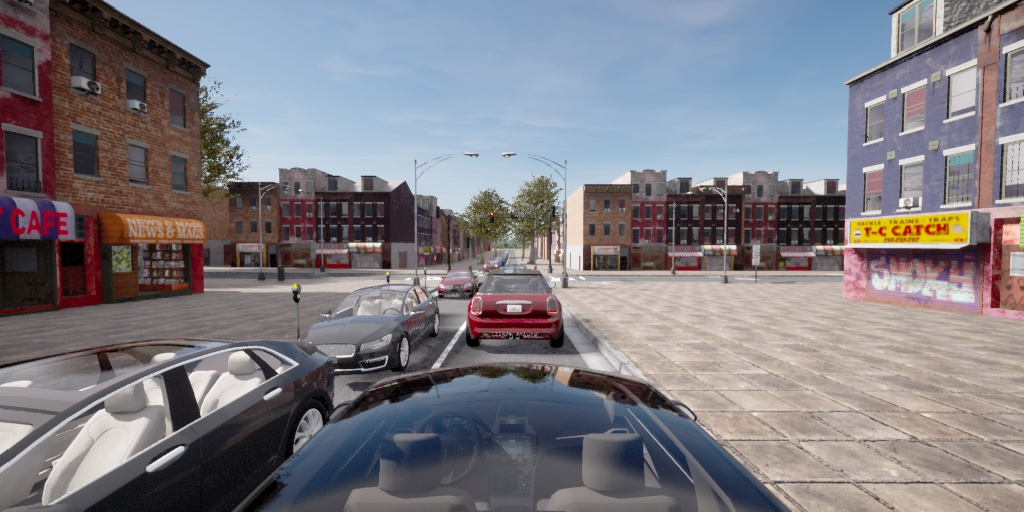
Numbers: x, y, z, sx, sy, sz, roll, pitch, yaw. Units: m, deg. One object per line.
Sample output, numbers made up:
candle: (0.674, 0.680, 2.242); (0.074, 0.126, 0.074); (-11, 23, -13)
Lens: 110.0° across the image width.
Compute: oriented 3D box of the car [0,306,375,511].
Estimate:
car: (-2.640, 1.300, 1.998); (2.007, 1.370, 4.403); (0, 0, 0)

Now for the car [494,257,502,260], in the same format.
car: (-2.578, 1.233, 45.116); (1.967, 1.591, 4.097); (0, 0, 0)

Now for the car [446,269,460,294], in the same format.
car: (-2.617, 1.332, 18.340); (1.802, 1.307, 4.207); (0, 0, 0)

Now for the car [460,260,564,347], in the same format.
car: (0.109, 1.099, 9.491); (2.097, 1.767, 4.553); (0, 0, 2)

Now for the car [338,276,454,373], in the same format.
car: (-2.632, 1.298, 7.446); (2.007, 1.370, 4.403); (0, 0, 0)
